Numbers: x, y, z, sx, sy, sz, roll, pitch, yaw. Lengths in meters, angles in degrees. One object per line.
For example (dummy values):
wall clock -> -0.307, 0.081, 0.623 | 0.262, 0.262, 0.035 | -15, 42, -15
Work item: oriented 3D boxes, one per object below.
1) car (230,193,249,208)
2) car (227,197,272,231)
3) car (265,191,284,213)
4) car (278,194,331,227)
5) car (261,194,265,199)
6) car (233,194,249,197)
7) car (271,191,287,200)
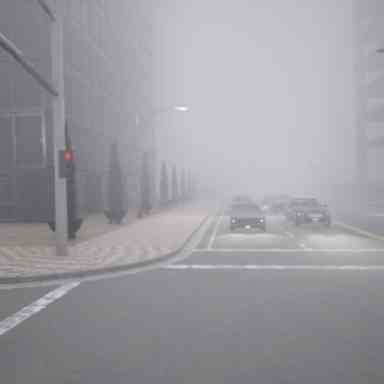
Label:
car -> 5.515, 0.941, 38.760 | 2.033, 1.411, 5.357 | -1, 1, 7
car -> 3.015, 1.257, 18.737 | 2.033, 1.411, 5.357 | -1, 1, 7
car -> 7.799, 0.949, 29.042 | 1.882, 1.535, 5.008 | -1, 1, 7
car -> 6.635, 1.112, 19.522 | 2.128, 1.511, 4.902 | -1, 1, 7
car -> 9.068, 0.878, 38.965 | 1.994, 1.385, 4.181 | -1, 1, 7
car -> 4.191, 1.063, 28.397 | 1.837, 1.490, 4.892 | -1, 1, 7
car -> 14.696, 0.526, 56.476 | 1.994, 1.385, 4.181 | -1, 1, 7
